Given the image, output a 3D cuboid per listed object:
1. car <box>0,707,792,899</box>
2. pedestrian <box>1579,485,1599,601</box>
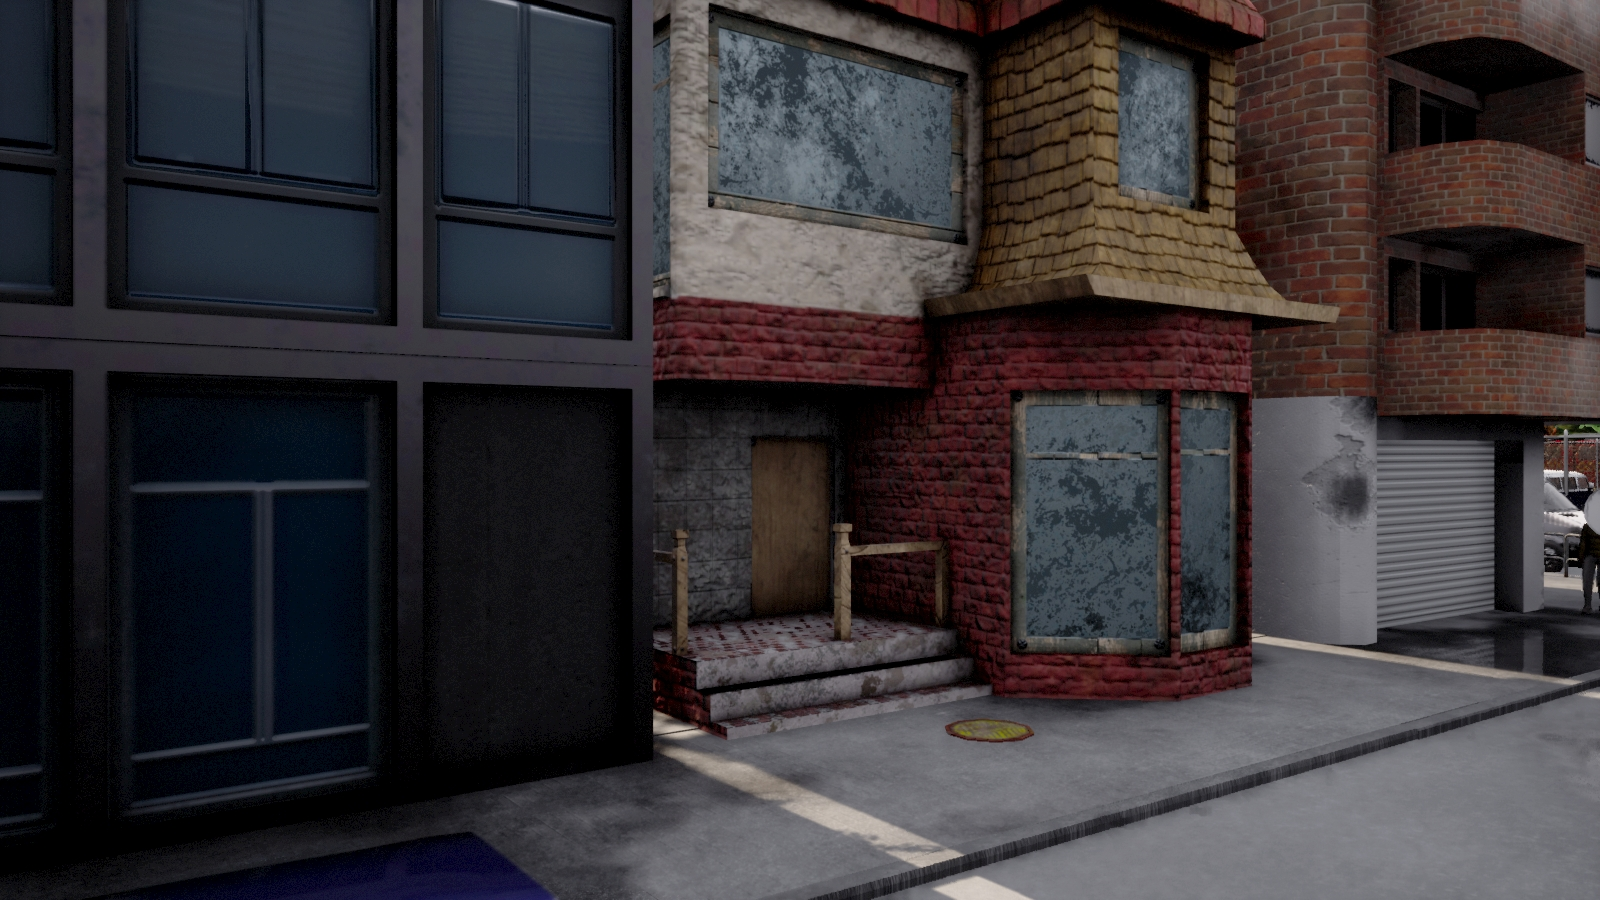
[{"bbox_3d":[-2.037,1.817,2.915,3.633,1.501,1.845,0,0,-35],"label":"car"},{"bbox_3d":[12.987,1.507,18.620,0.375,1.860,0.375,0,0,-37],"label":"pedestrian"}]
